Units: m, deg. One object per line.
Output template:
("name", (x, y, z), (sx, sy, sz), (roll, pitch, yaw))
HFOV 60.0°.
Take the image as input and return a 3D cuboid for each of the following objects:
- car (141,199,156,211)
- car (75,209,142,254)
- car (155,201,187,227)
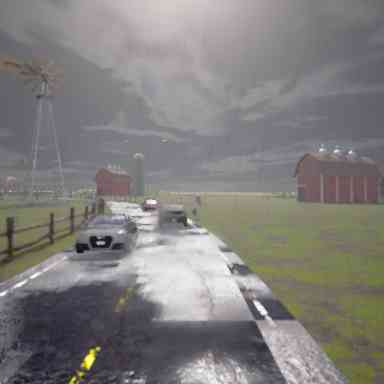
("car", (-5.316, 1.622, 42.063), (1.994, 1.385, 4.181), (0, 0, -15))
("car", (-3.310, 1.590, 13.578), (1.994, 1.385, 4.181), (0, 0, -4))
("car", (-1.432, 1.549, 23.450), (1.837, 1.490, 4.892), (0, 0, -7))
